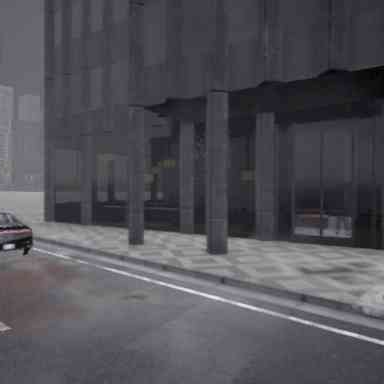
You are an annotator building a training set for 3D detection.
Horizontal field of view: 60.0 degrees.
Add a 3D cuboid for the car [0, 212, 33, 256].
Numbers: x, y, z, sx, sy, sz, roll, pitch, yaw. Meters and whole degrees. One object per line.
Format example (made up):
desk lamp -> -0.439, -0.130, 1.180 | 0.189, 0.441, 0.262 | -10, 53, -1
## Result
car -> -7.342, 1.432, 11.702 | 4.902, 1.511, 2.128 | 0, 0, 42
